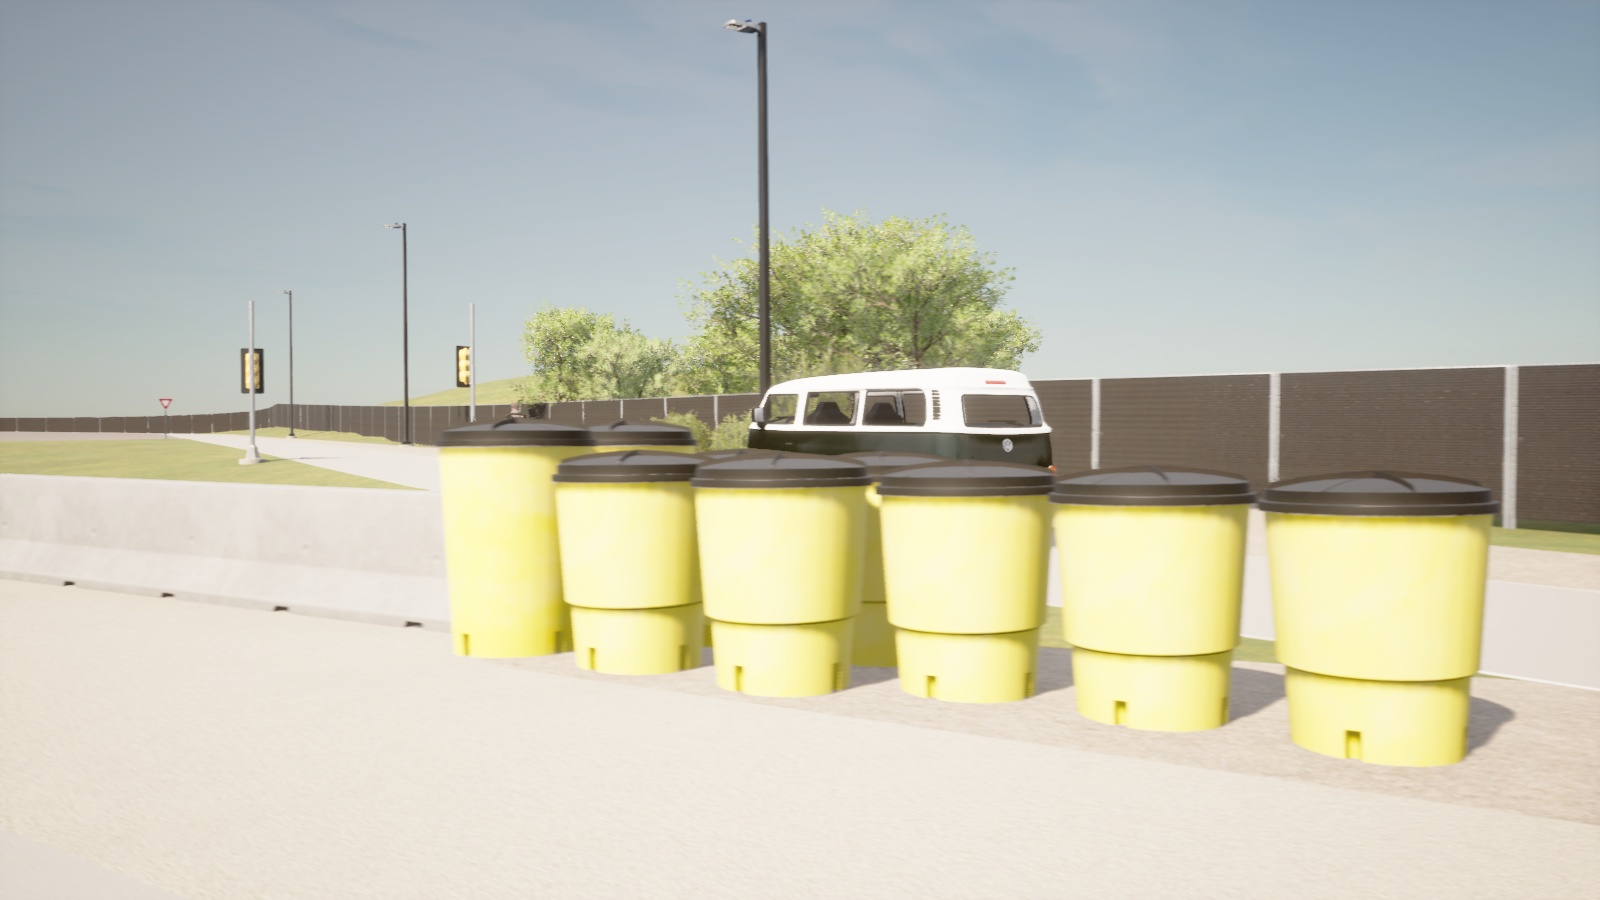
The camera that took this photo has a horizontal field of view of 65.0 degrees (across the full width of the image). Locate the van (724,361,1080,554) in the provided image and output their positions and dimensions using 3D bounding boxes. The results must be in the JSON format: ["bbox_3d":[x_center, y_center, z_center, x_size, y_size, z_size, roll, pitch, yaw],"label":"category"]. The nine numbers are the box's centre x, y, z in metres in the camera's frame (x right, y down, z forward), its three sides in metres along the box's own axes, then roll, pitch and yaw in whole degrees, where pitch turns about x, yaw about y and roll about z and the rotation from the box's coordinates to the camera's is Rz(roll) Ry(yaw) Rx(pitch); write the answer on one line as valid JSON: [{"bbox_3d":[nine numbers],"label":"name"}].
[{"bbox_3d":[1.090,0.017,15.641,2.069,2.038,4.480,-2,2,-34],"label":"van"}]
